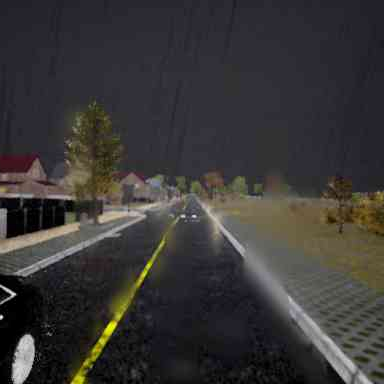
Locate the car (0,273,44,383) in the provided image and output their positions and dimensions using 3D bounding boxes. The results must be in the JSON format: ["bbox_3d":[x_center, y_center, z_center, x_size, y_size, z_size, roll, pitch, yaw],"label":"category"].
[{"bbox_3d":[-2.849,1.525,2.469,1.837,1.490,4.892,0,0,0],"label":"car"}]

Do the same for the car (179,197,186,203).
[{"bbox_3d":[-2.669,2.204,93.434,1.882,1.535,5.008,0,0,0],"label":"car"}]
